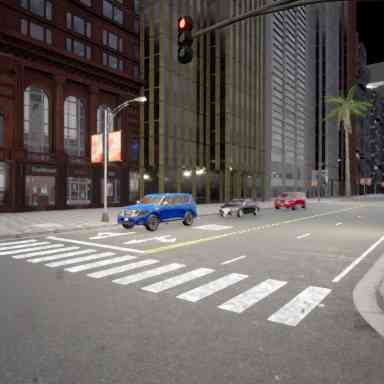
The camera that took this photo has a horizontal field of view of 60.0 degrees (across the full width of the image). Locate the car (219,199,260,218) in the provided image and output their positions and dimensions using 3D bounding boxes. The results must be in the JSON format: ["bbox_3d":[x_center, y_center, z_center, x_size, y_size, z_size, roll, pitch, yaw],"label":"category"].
[{"bbox_3d":[4.130,1.335,28.402,2.128,1.511,4.902,0,0,36],"label":"car"}]

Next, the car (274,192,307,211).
[{"bbox_3d":[11.426,1.018,38.282,2.150,2.045,5.566,0,0,37],"label":"car"}]

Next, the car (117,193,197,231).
[{"bbox_3d":[-1.908,1.113,20.193,2.150,2.045,5.566,0,0,36],"label":"car"}]
